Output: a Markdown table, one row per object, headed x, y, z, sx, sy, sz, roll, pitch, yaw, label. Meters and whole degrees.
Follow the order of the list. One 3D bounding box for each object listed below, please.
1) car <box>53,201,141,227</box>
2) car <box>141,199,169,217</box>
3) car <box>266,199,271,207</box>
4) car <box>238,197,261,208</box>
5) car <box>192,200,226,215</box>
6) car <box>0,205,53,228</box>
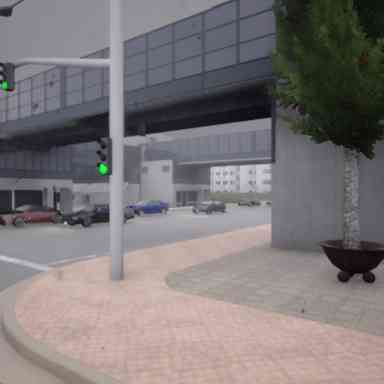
| x | y | z | sx | sy | sz | roll | pitch | yaw | label |
| --- | --- | --- | --- | --- | --- | --- | --- | --- | --- |
| -6.315 | 1.540 | 22.858 | 2.033 | 1.411 | 5.357 | 0 | 0 | 36 | car |
| -4.305 | 1.469 | 31.610 | 1.882 | 1.535 | 5.008 | 0 | 0 | 36 | car |
| 12.545 | 1.476 | 48.772 | 1.882 | 1.535 | 5.008 | 0 | 0 | 36 | car |
| 8.514 | 1.485 | 49.204 | 2.128 | 1.511 | 4.902 | 0 | 0 | 36 | car |
| 1.865 | 1.519 | 34.150 | 1.812 | 1.442 | 4.674 | 0 | 0 | 36 | car |
| -10.902 | 1.555 | 22.486 | 1.994 | 1.385 | 4.181 | 0 | 0 | 36 | car |
